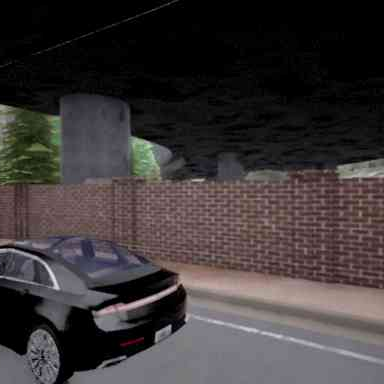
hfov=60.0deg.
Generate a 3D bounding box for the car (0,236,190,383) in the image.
[{"bbox_3d":[-2.361,1.474,5.304,4.902,1.511,2.128,0,0,34],"label":"car"}]
